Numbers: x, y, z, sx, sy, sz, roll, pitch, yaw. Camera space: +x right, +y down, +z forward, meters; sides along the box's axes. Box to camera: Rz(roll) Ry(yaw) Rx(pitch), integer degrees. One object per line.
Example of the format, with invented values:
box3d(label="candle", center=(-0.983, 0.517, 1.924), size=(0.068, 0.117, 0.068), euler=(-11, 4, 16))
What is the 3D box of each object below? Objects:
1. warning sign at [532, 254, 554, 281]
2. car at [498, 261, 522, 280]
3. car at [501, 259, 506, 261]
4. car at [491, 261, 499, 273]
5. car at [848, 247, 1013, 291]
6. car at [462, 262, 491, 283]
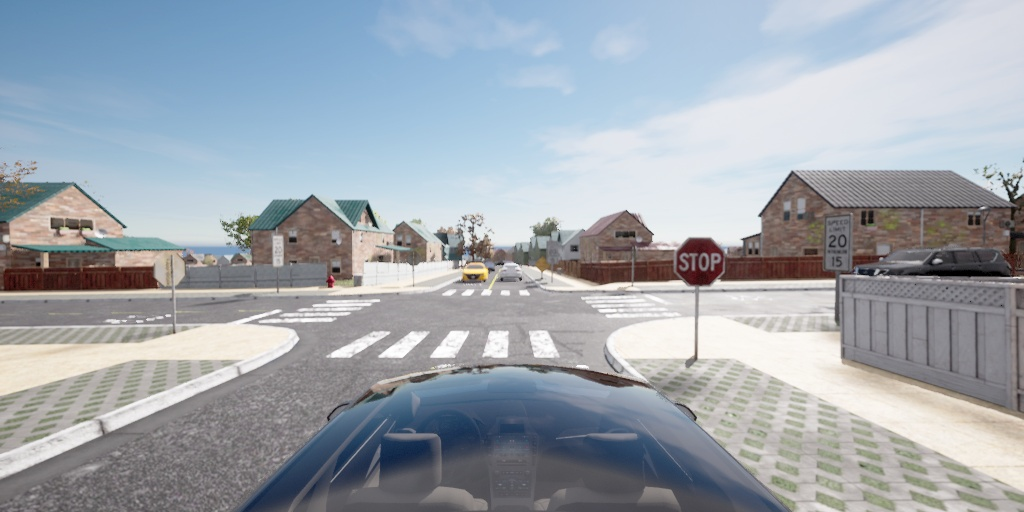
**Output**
box3d(label="warning sign", center=(2.394, 0.974, 28.525), size=(1.300, 1.860, 1.060), euler=(0, 0, -1))
box3d(label="car", center=(-0.080, 1.408, 32.452), size=(1.812, 1.442, 4.674), euler=(0, 0, -1))
box3d(label="car", center=(-0.489, 1.636, 59.878), size=(1.812, 1.442, 4.674), euler=(0, 0, 0))
box3d(label="car", center=(-3.254, 1.562, 50.081), size=(2.033, 1.411, 5.357), euler=(0, -1, -1))
box3d(label="car", center=(18.180, 0.672, 15.737), size=(5.566, 2.045, 2.150), euler=(-1, 2, 0))
box3d(label="car", center=(-2.991, 1.345, 29.668), size=(1.882, 1.535, 5.008), euler=(0, 0, -1))
